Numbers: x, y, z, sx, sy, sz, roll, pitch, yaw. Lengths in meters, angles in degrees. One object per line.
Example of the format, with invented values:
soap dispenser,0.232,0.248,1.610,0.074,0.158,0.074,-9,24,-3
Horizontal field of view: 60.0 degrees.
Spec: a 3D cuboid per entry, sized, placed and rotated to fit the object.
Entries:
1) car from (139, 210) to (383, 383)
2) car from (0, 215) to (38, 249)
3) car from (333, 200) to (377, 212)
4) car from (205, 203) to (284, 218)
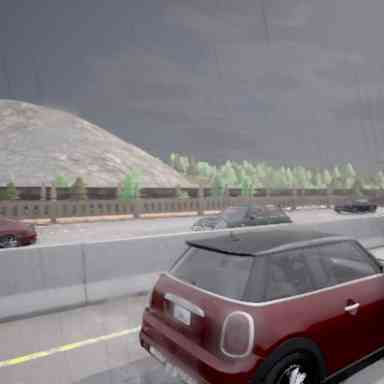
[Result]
car,1.629,1.324,4.784,4.553,1.767,2.097,0,0,-35
car,-7.804,1.479,11.285,4.674,1.442,1.812,0,0,-36
car,15.534,1.409,31.633,4.718,1.301,1.895,0,0,-34
car,2.146,1.275,13.951,4.553,1.767,2.097,0,0,-34
